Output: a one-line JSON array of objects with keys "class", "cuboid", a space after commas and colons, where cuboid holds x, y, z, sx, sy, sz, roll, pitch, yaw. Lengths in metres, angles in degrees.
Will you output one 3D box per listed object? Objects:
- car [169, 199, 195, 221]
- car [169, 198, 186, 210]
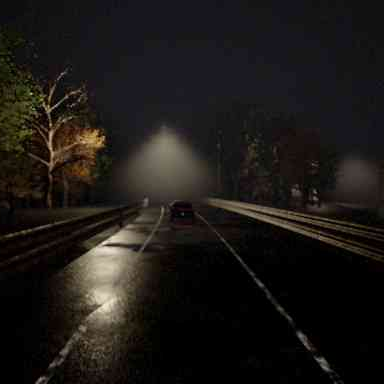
[{"class": "car", "cuboid": [-0.797, 1.473, 27.050, 1.882, 1.535, 5.008, 0, 0, -3]}, {"class": "car", "cuboid": [-1.976, 1.573, 43.305, 1.994, 1.385, 4.181, 0, 0, -5]}]
